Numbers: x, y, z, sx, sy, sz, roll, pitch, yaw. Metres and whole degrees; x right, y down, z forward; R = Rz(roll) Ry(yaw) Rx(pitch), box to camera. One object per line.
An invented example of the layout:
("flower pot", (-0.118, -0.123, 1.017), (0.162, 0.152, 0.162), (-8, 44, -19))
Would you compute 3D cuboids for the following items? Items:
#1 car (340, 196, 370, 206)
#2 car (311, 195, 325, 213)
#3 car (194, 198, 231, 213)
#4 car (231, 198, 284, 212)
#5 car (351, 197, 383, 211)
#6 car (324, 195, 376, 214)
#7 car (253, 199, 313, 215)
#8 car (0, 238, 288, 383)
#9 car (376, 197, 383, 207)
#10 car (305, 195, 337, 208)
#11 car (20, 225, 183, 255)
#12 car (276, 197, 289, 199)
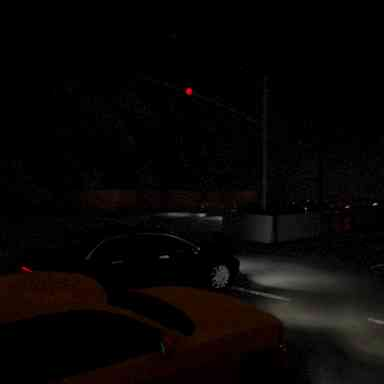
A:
("car", (25.837, 1.435, 52.590), (5.357, 1.411, 2.033), (0, 0, -38))
("car", (14.410, 1.406, 35.637), (5.008, 1.535, 1.882), (0, 0, -35))
("car", (2.552, 1.428, 35.847), (5.008, 1.535, 1.882), (0, 0, -35))
("car", (5.979, 1.515, 29.712), (4.181, 1.385, 1.994), (0, 0, -35))
("car", (21.980, 1.399, 41.035), (4.902, 1.511, 2.128), (0, 0, -35))
("car", (15.255, 1.282, 31.967), (4.553, 1.767, 2.097), (0, 0, -35))
("car", (7.194, 1.516, 26.295), (4.181, 1.385, 1.994), (0, 0, -35))
("car", (-1.275, 1.476, 2.835), (5.008, 1.535, 1.882), (0, 0, -35))
("car", (22.798, 1.457, 37.320), (5.357, 1.411, 2.033), (0, 0, -35))
("car", (18.228, 1.261, 46.957), (4.553, 1.767, 2.097), (0, 0, -35))
("car", (-1.099, 1.498, 7.261), (4.892, 1.490, 1.837), (0, 0, -35))
("car", (10.780, 1.433, 41.646), (4.892, 1.490, 1.837), (0, 0, -35))
